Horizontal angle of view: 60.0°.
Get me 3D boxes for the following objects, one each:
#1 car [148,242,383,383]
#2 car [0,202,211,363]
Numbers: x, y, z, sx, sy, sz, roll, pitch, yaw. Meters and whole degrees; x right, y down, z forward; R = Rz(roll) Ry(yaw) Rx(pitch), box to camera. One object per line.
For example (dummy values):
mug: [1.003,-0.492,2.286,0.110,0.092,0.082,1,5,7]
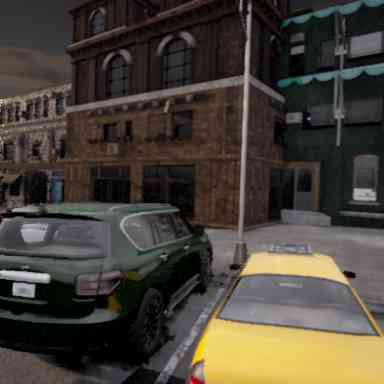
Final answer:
car: [1.365,1.477,4.650,1.946,1.575,5.366,0,-1,16]
car: [-1.137,1.210,6.261,2.435,2.045,5.566,0,-1,16]
